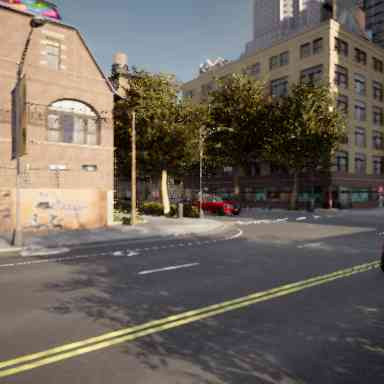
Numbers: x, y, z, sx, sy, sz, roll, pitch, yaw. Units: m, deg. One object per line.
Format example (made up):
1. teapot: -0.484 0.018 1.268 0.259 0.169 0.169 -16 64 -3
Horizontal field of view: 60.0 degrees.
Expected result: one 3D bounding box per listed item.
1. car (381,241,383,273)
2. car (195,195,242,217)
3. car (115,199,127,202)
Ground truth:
1. car: 7.252 1.370 9.298 4.553 1.767 2.097 0 0 -37
2. car: 2.523 1.344 33.535 2.150 2.045 5.566 0 0 -37
3. car: -11.142 1.792 51.573 1.994 1.385 4.181 0 0 -37
